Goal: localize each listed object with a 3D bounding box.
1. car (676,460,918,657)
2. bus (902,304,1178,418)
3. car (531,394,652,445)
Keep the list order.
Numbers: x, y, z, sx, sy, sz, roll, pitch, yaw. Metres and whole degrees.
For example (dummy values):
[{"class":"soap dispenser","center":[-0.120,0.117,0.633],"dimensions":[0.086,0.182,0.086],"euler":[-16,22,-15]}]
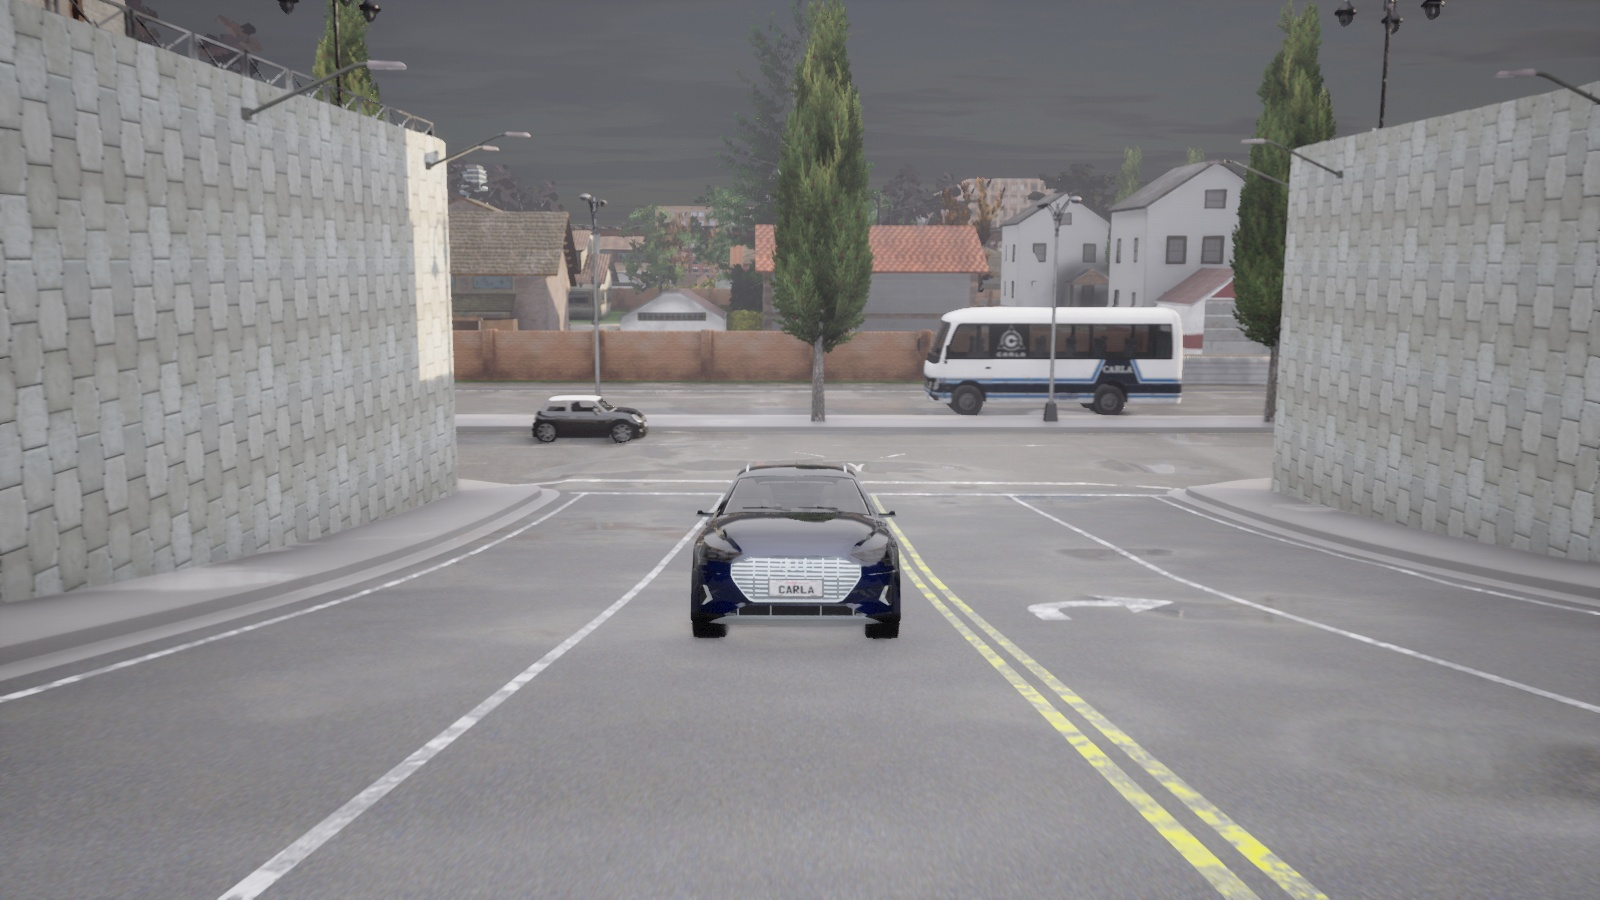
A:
[{"class":"car","center":[-0.032,0.947,13.021],"dimensions":[2.033,1.649,4.856],"euler":[0,-1,0]},{"class":"bus","center":[9.498,-3.704,50.902],"dimensions":[10.273,4.253,3.944],"euler":[0,9,-1]},{"class":"car","center":[-7.046,-1.060,42.817],"dimensions":[3.806,1.475,1.970],"euler":[0,9,-1]}]
